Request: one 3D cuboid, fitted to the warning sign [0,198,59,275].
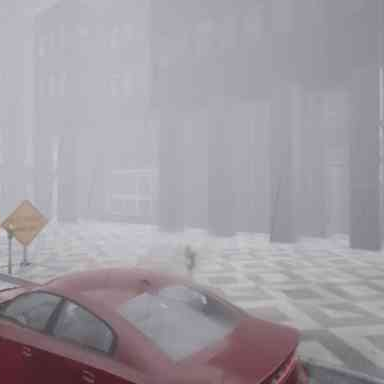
[{"bbox_3d":[-4.506,1.122,9.007,1.060,1.860,1.300,0,0,35],"label":"warning sign"}]

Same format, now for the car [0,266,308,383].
[{"bbox_3d":[-1.077,1.547,3.729,4.507,1.381,1.887,0,0,35],"label":"car"}]
